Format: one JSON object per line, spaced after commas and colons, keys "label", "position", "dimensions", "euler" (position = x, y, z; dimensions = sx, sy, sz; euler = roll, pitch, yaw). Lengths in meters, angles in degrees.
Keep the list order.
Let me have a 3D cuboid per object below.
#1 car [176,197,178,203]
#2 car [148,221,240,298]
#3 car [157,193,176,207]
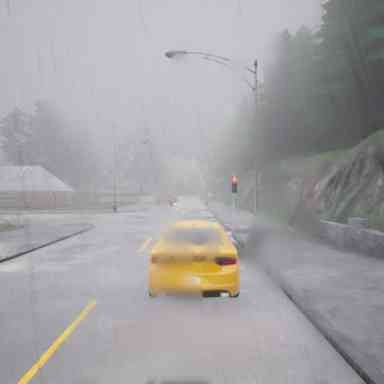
{"label": "car", "position": [-3.987, 1.537, 67.992], "dimensions": [1.994, 1.385, 4.181], "euler": [0, 0, 0]}
{"label": "car", "position": [0.056, 1.474, 8.569], "dimensions": [1.882, 1.535, 5.008], "euler": [0, 0, 1]}
{"label": "car", "position": [-4.070, 1.202, 51.264], "dimensions": [2.150, 2.045, 5.566], "euler": [0, 0, 0]}
